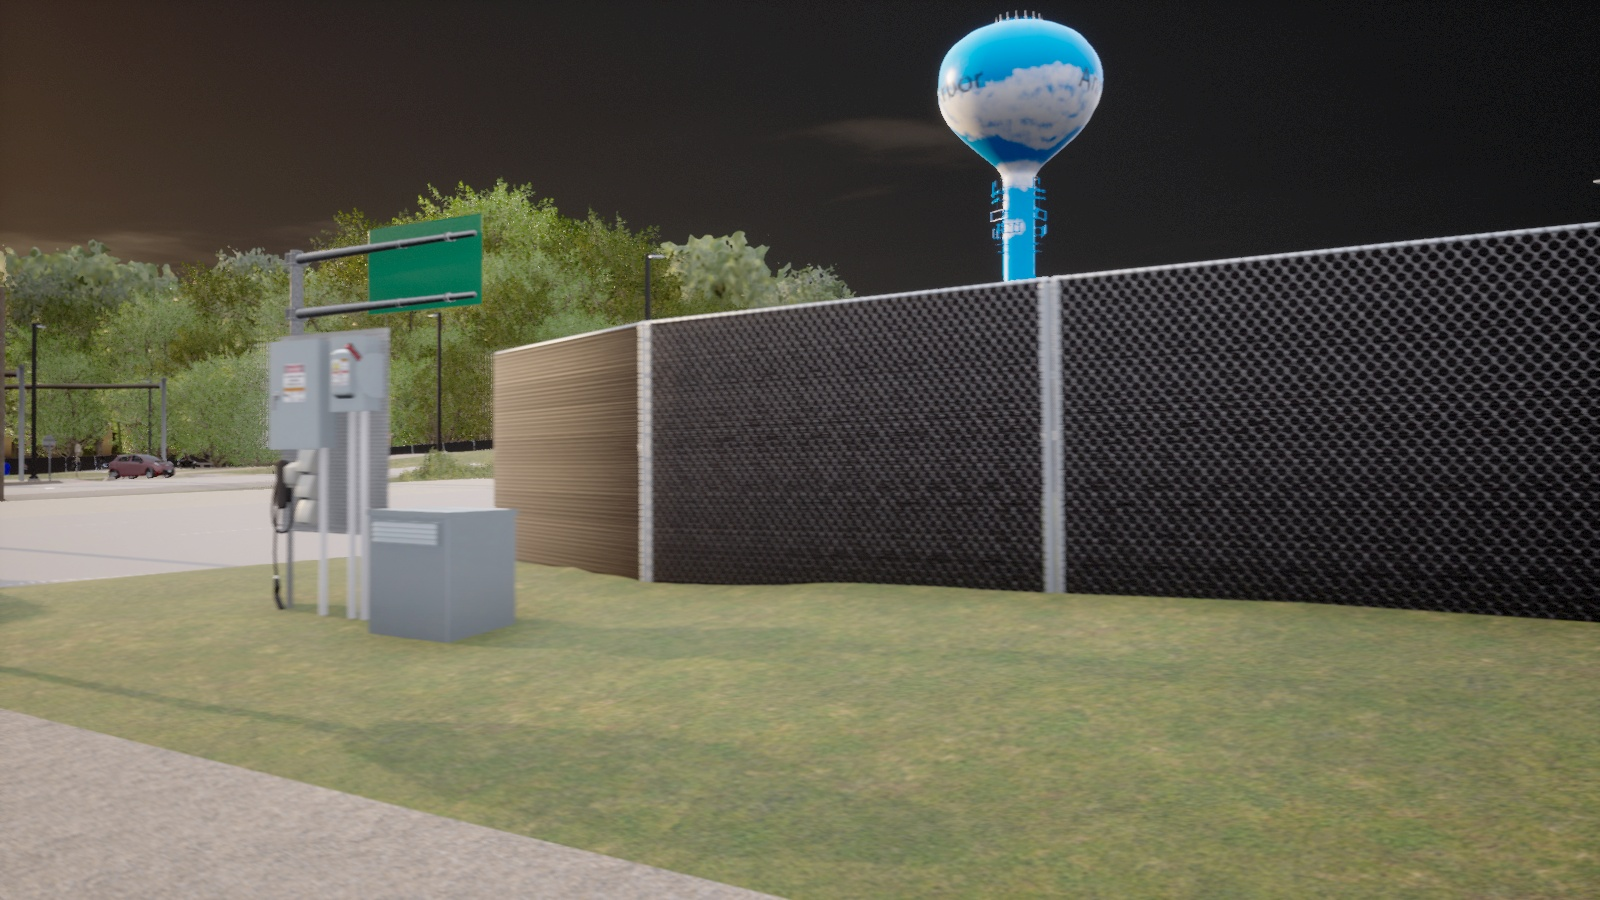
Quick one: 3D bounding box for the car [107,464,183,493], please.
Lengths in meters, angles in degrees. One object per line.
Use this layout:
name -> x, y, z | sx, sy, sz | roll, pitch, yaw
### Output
car -> -38.565, 1.690, 73.934 | 3.633, 1.501, 1.845 | -3, -1, 14
